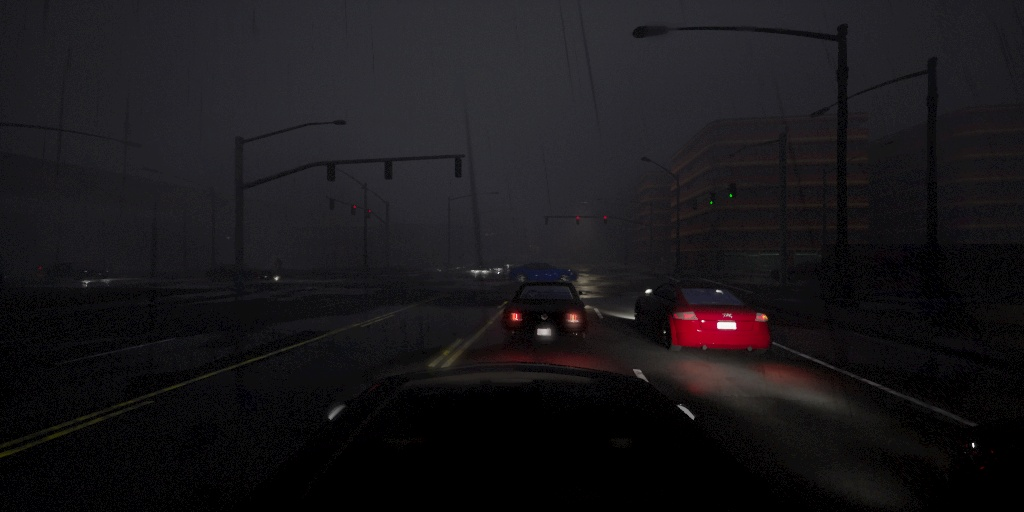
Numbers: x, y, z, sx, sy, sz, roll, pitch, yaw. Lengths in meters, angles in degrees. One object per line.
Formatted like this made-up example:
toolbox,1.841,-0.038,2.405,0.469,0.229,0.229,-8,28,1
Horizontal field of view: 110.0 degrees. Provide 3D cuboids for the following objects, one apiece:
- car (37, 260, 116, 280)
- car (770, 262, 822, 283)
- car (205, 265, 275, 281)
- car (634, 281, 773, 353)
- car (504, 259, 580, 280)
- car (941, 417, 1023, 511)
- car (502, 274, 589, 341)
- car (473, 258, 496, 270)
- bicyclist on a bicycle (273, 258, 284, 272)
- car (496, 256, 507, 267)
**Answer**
car,-37.471,1.276,30.895,4.674,1.442,1.812,0,0,8
car,22.803,1.228,27.591,5.008,1.535,1.882,0,0,7
car,-21.951,1.351,29.019,4.718,1.301,1.895,0,0,7
car,4.400,1.314,8.915,1.994,1.385,4.181,0,0,7
car,2.207,1.203,26.231,5.008,1.535,1.882,0,0,7
car,3.640,1.242,0.203,2.128,1.511,4.902,0,0,1
car,0.996,1.351,9.915,1.895,1.301,4.718,0,0,8
car,-3.880,1.176,48.705,1.994,1.385,4.181,0,1,8
bicyclist on a bicycle,-26.420,1.053,40.582,0.582,1.620,1.656,0,0,7
car,-2.533,1.064,58.559,1.895,1.301,4.718,0,1,8
